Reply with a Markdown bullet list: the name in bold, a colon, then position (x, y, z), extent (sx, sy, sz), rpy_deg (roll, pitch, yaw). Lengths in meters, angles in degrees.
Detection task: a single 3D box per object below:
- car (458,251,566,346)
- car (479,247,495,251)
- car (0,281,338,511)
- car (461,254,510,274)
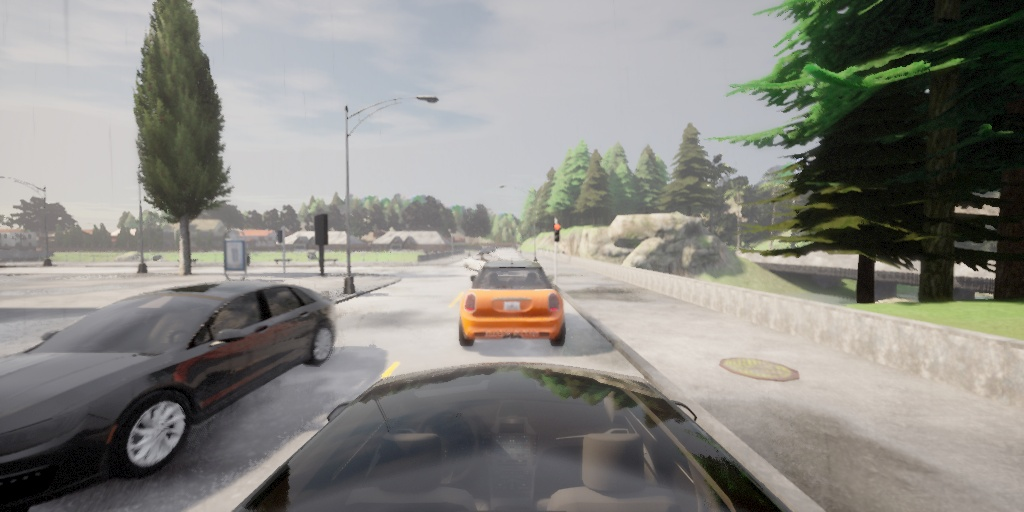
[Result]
- **car**: position (0.000, 0.873, 8.802), extent (2.097, 1.767, 4.553), rpy_deg (0, 2, 0)
- **car**: position (-4.561, -0.716, 62.891), extent (1.837, 1.490, 4.892), rpy_deg (0, 2, 0)
- **car**: position (-4.111, 1.162, 4.699), extent (1.837, 1.490, 4.892), rpy_deg (0, 2, 0)
- **car**: position (-2.091, 0.530, 27.206), extent (1.895, 1.301, 4.718), rpy_deg (-1, 2, -29)
